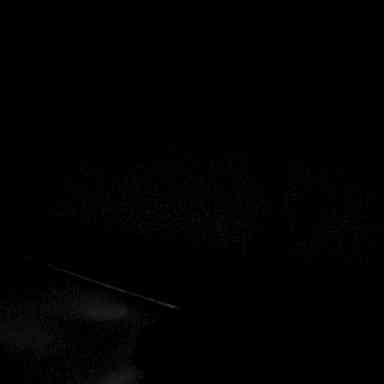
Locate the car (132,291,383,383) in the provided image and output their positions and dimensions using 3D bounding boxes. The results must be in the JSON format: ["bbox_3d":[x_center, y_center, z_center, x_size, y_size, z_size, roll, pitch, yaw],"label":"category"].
[{"bbox_3d":[1.697,1.616,2.802,4.718,1.301,1.895,1,0,37],"label":"car"}]
